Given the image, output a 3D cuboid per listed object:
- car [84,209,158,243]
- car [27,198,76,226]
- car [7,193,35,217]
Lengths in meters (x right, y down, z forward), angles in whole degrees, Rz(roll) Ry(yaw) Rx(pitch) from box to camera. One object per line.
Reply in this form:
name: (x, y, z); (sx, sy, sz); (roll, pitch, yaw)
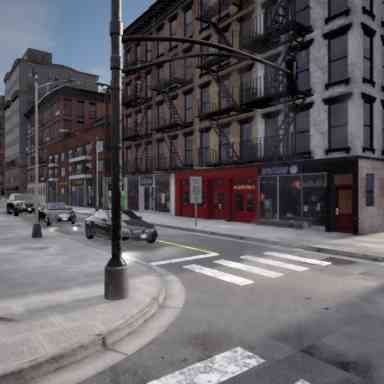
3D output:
car: (-3.408, 1.508, 15.225); (1.812, 1.442, 4.674); (0, 0, -39)
car: (-9.676, 1.456, 23.342); (2.128, 1.511, 4.902); (0, 0, -38)
car: (-16.029, 1.168, 31.607); (2.150, 2.045, 5.566); (0, 0, -37)
